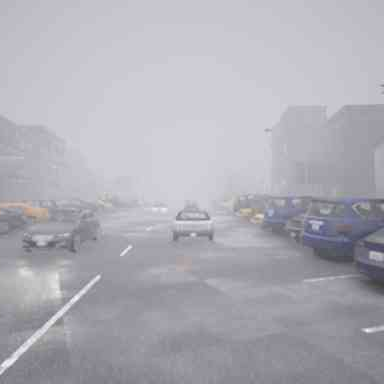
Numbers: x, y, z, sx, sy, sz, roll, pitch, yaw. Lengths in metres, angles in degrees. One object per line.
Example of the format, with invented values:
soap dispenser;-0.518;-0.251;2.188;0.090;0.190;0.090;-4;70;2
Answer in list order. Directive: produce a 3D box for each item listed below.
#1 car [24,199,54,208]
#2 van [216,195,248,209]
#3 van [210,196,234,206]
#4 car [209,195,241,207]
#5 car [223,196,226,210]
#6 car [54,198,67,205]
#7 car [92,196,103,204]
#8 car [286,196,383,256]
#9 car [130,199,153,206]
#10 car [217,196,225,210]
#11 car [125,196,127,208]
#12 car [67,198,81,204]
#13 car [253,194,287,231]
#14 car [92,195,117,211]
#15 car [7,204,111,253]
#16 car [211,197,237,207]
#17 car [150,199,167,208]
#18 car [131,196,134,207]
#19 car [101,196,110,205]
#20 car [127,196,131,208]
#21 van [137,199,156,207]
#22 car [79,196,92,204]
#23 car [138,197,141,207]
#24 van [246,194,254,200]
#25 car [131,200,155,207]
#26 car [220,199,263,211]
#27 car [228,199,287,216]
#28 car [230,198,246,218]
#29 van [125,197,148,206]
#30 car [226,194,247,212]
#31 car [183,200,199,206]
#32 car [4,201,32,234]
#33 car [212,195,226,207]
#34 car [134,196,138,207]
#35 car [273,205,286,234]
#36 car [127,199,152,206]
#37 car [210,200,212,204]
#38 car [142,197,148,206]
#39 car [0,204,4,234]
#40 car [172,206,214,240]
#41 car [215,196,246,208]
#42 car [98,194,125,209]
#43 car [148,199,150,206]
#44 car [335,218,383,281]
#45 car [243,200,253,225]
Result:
car;-11.498;1.453;20.626;5.008;1.535;2.097;-1;0;-20
van;6.069;1.474;50.183;4.442;1.987;1.878;1;-1;-20
van;6.099;1.915;68.143;4.442;1.987;1.878;1;-2;-20
car;6.170;1.718;62.182;5.566;2.045;2.435;1;-1;-20
car;6.386;1.511;35.327;5.366;1.575;1.946;1;-1;-20
car;-11.500;1.328;23.567;4.553;1.767;2.185;-1;0;-20
car;-11.580;1.480;32.364;5.008;1.535;2.097;-1;0;-20
car;6.372;1.233;11.292;5.566;2.045;2.435;1;0;-20
car;-11.564;2.506;76.338;4.892;1.521;2.231;0;-3;-20
car;6.027;1.530;38.191;5.366;1.575;1.946;1;0;-20
car;-11.626;1.600;44.094;4.892;1.521;2.231;-1;0;-20
car;-11.554;1.497;26.500;4.674;1.452;2.002;-1;0;-20
car;6.363;1.225;17.311;5.566;2.045;2.435;1;0;-20
car;-11.787;1.527;38.168;5.366;1.575;1.946;-1;0;-20
car;-5.115;1.477;13.697;2.128;1.511;4.902;0;0;-1
car;6.230;1.926;65.198;4.553;1.767;2.185;1;-2;-20
car;-5.290;1.913;54.843;1.895;1.301;4.718;0;-1;0
car;-11.610;1.570;49.973;4.553;1.767;2.185;0;-1;-20
car;-11.607;1.503;35.295;5.008;1.535;2.097;-1;-1;-20
car;-11.630;1.647;47.032;4.892;1.521;2.231;-1;-1;-20
van;-11.599;2.835;85.070;4.442;1.987;1.878;0;-4;-19
car;-11.541;1.340;29.433;4.553;1.767;2.185;-1;0;-20
car;-11.644;1.816;55.830;5.008;1.535;2.097;0;-1;-20
van;6.398;1.246;23.334;4.442;1.987;1.878;1;0;-20
car;-11.710;2.666;79.191;5.366;1.575;1.946;0;-3;-20
car;6.163;1.599;41.232;4.792;1.488;2.163;1;0;-20
car;6.403;1.491;32.335;5.366;1.575;1.946;1;-1;-20
car;6.090;1.466;26.222;5.366;1.575;1.946;1;0;-20
van;-11.707;2.009;70.456;4.442;1.987;1.878;0;-2;-20
car;6.272;1.228;29.292;5.566;2.045;2.435;1;-1;-20
car;-0.102;1.614;40.271;2.033;1.411;5.357;0;-1;0
car;-11.469;1.457;17.688;4.892;1.521;2.231;-1;0;-20
car;6.004;1.646;47.163;5.366;1.575;1.946;1;-1;-20
car;-11.612;1.784;52.913;4.792;1.488;2.163;0;-1;-20
car;6.343;1.481;14.296;4.892;1.521;2.231;1;0;-20
car;-11.585;2.359;73.415;5.008;1.535;2.097;0;-3;-20
car;6.209;1.923;59.213;4.792;1.488;2.163;1;-2;-20
car;-11.622;2.081;64.635;4.674;1.452;2.002;0;-2;-20
car;-11.443;1.460;14.756;4.892;1.521;2.231;-1;0;-21
car;0.040;1.581;16.842;1.895;1.301;4.718;0;0;0
car;6.145;1.634;53.212;4.553;1.767;2.185;1;-1;-20
car;-11.653;1.312;41.151;5.566;2.045;2.435;-1;0;-20
car;-11.580;2.158;67.568;4.792;1.488;2.163;0;-2;-20
car;6.351;1.518;8.277;4.792;1.488;2.163;1;0;-20
car;6.138;1.467;20.229;5.366;1.575;1.946;1;0;-20
